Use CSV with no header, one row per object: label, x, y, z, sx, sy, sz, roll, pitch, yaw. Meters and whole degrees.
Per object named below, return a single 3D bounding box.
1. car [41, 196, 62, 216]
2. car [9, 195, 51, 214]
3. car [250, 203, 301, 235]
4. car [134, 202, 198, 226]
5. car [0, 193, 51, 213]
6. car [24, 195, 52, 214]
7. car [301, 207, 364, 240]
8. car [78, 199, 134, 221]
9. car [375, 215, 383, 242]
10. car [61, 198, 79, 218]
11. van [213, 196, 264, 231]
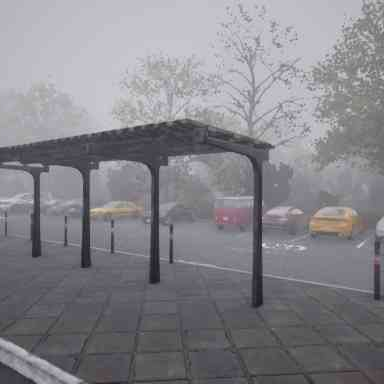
car,-10.491,1.391,30.143,2.231,1.521,4.892,0,0,35
car,-15.019,1.362,33.355,2.097,1.535,5.008,0,0,35
car,5.345,1.527,18.890,2.002,1.452,4.674,0,0,35
car,-1.459,1.475,23.688,2.163,1.488,4.792,0,0,35
car,-17.301,1.097,34.934,2.435,2.045,5.566,0,0,35
car,-12.755,1.375,31.749,2.097,1.535,5.008,0,0,35
car,7.608,1.501,17.281,2.097,1.535,5.008,0,0,35
car,-6.077,1.414,26.774,1.946,1.575,5.366,0,0,35
car,9.873,1.556,15.677,2.002,1.452,4.674,0,0,35
car,-8.216,1.433,28.555,2.163,1.488,4.792,0,0,35
van,3.152,1.247,20.593,1.878,1.987,4.442,0,0,35
